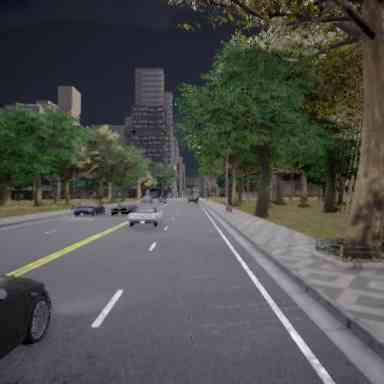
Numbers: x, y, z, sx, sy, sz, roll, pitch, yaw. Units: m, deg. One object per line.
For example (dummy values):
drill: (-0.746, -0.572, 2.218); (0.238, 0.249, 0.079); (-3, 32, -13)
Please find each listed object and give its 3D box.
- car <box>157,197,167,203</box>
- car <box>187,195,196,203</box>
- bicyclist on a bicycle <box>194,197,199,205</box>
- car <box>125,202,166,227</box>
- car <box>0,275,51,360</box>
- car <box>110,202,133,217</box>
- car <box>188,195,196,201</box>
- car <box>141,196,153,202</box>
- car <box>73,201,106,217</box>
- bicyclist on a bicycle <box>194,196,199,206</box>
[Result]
car: (-6.547, 1.819, 73.408); (2.033, 1.411, 5.357); (0, 0, 0)
car: (-0.050, 1.844, 77.379); (1.837, 1.490, 4.892); (0, 0, 0)
bicyclist on a bicycle: (0.851, 1.691, 64.584); (0.866, 1.612, 1.509); (0, 0, 0)
car: (-3.166, 1.647, 23.513); (1.895, 1.301, 4.718); (0, 0, 0)
car: (-3.166, 1.530, 3.439); (1.812, 1.442, 4.674); (0, 0, 0)
car: (-6.616, 1.676, 32.605); (1.895, 1.301, 4.718); (0, 0, 0)
car: (-0.058, 1.616, 90.686); (2.097, 1.767, 4.553); (0, 0, 0)
car: (-9.797, 1.636, 73.020); (2.097, 1.767, 4.553); (0, 0, 0)
car: (-9.867, 1.621, 32.510); (2.033, 1.411, 5.357); (0, 0, 0)
bicyclist on a bicycle: (0.858, 1.563, 55.418); (0.659, 1.776, 1.843); (0, 0, 0)
